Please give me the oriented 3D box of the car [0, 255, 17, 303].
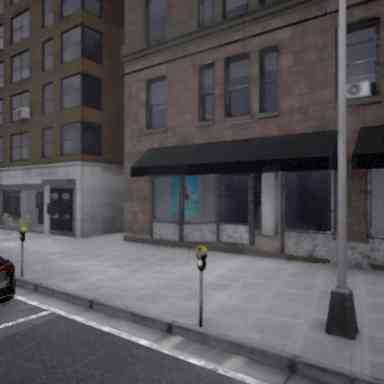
[{"bbox_3d":[-5.376,1.620,6.991,4.313,1.339,1.947,0,0,36],"label":"car"}]
